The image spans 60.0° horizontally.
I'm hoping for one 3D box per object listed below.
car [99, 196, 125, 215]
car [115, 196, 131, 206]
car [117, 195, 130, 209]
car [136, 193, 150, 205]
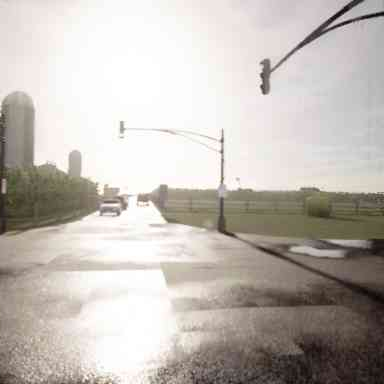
[{"bbox_3d":[-7.718,1.414,31.885,1.812,1.442,4.674,1,0,-8],"label":"car"},{"bbox_3d":[-10.627,1.408,51.681,2.033,1.411,5.357,1,0,-8],"label":"car"},{"bbox_3d":[-9.153,1.224,41.606,2.097,1.767,4.553,1,0,-8],"label":"car"},{"bbox_3d":[-8.545,1.121,57.678,2.150,2.045,5.566,1,0,-8],"label":"car"}]
